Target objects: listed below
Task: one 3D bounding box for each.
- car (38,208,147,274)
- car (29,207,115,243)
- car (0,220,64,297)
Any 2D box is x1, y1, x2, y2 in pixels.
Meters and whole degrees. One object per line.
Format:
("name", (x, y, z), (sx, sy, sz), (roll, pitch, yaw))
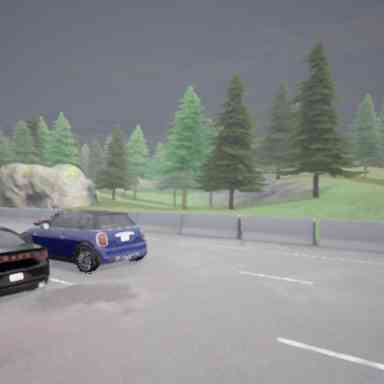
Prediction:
("car", (-3.674, 1.370, 10.911), (4.553, 1.767, 2.097), (0, 0, 36))
("car", (-6.229, 1.572, 17.033), (4.674, 1.442, 1.812), (0, 0, 35))
("car", (-5.388, 1.494, 7.834), (5.008, 1.535, 1.882), (0, 0, 35))
